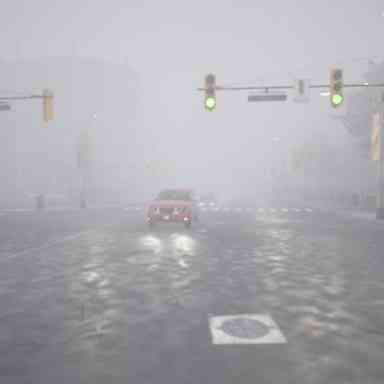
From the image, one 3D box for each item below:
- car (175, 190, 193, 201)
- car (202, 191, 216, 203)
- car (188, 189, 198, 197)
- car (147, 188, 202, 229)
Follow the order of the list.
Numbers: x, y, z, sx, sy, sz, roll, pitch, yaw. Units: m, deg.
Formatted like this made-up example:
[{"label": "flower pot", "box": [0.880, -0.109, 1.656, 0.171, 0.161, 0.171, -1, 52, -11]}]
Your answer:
[{"label": "car", "box": [-1.031, 0.484, 47.433, 1.994, 1.385, 4.181, 0, 1, 7]}, {"label": "car", "box": [2.088, 0.568, 42.964, 2.033, 1.411, 5.357, 0, 1, 7]}, {"label": "car", "box": [0.137, 0.143, 60.793, 1.812, 1.442, 4.674, 0, 2, 0]}, {"label": "car", "box": [-0.898, 0.802, 18.655, 2.150, 2.045, 5.566, 0, 1, 7]}]
